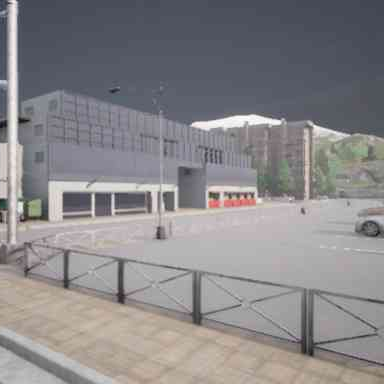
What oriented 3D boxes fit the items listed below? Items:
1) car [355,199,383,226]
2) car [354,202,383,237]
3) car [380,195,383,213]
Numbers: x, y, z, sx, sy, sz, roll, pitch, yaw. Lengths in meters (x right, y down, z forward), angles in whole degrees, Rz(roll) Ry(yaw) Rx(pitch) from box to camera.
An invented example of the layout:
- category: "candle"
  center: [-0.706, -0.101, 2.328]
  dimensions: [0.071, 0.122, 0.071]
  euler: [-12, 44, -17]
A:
- category: "car"
  center: [13.399, 1.347, 21.314]
  dimensions: [5.027, 1.636, 2.152]
  euler: [0, 0, 35]
- category: "car"
  center: [9.949, 1.425, 15.893]
  dimensions: [3.806, 1.475, 1.970]
  euler: [0, 0, 35]
- category: "car"
  center: [22.148, 1.291, 34.357]
  dimensions: [4.605, 1.855, 1.932]
  euler: [0, 0, 35]
